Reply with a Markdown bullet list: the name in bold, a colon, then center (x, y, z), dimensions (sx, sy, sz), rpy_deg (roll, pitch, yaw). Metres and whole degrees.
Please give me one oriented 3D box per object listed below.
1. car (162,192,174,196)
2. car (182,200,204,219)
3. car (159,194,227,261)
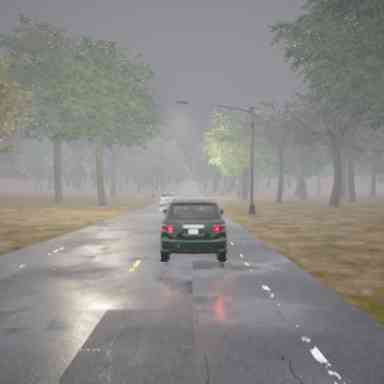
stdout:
- **car**: center (-3.597, 1.075, 50.005), dimensions (2.150, 2.045, 5.566), rpy_deg (0, 1, 0)
- **car**: center (0.066, 1.515, 29.529), dimensions (1.812, 1.442, 4.674), rpy_deg (0, 0, 0)
- **car**: center (0.061, 1.256, 12.526), dimensions (2.150, 2.045, 5.566), rpy_deg (0, 0, 0)
